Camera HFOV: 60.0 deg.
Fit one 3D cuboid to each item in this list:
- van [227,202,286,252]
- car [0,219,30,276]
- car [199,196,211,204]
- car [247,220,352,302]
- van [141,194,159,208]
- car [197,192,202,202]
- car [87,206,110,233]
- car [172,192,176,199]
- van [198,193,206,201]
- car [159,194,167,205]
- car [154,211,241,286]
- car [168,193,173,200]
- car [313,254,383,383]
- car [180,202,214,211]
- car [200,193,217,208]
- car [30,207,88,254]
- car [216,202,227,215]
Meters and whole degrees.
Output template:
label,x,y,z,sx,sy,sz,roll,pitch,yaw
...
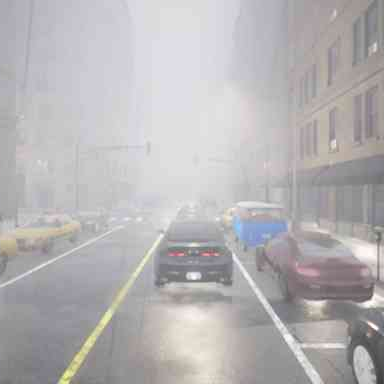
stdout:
label,x,y,z,sx,sy,sz,roll,pitch,yaw
van,2.618,1.325,13.589,1.690,1.788,3.998,0,0,0
car,-5.885,1.519,7.702,1.752,1.417,4.829,0,0,0
car,2.427,1.458,63.209,1.947,1.339,4.313,0,0,0
car,2.640,1.574,7.920,1.802,1.307,4.206,0,0,0
van,-6.034,1.271,46.404,1.690,1.788,3.998,0,0,0
car,2.448,1.221,57.624,2.192,1.841,5.009,0,0,0
car,-5.929,1.526,19.208,2.008,1.369,4.403,0,0,0
car,-6.206,1.367,91.093,1.947,1.339,4.313,0,0,0
van,2.363,1.182,79.964,1.690,1.788,3.998,0,0,0
car,-6.077,1.222,57.576,2.192,1.841,5.009,0,0,0
car,0.044,1.496,9.338,1.837,1.490,4.892,0,0,0
car,-6.163,1.386,79.921,1.887,1.381,4.507,0,0,0
car,2.661,1.549,2.249,2.008,1.369,4.403,0,0,0
car,-0.017,1.522,19.395,2.033,1.411,5.357,0,0,0
car,2.491,1.369,46.454,1.967,1.590,4.097,0,0,0
car,-5.907,1.510,13.371,1.752,1.417,4.829,0,0,0
car,2.595,1.500,19.429,1.752,1.417,4.829,0,0,0
